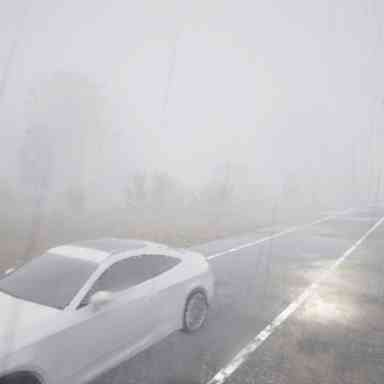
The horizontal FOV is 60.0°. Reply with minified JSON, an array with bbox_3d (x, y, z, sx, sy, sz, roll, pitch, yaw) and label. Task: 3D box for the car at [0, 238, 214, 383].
[{"bbox_3d":[-1.382,1.438,4.473,1.812,1.442,4.674,1,1,34],"label":"car"}]
